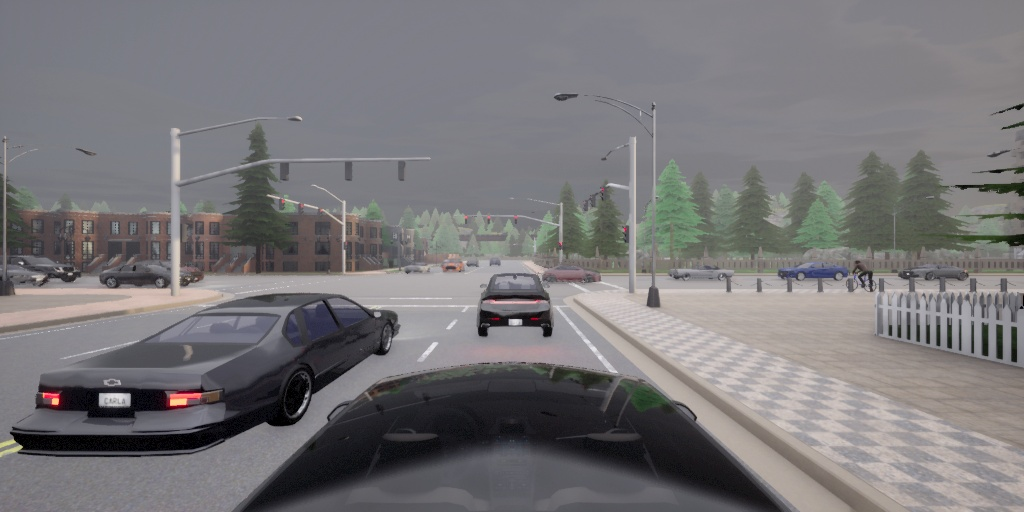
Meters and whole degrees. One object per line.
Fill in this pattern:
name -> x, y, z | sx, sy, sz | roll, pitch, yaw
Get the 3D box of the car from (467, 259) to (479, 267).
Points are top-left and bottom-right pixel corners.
car -> -7.002, 1.257, 64.121 | 1.837, 1.490, 4.892 | 0, -1, 1

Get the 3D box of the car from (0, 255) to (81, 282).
car -> -35.162, 0.971, 26.009 | 5.566, 2.045, 2.150 | 0, 0, -6

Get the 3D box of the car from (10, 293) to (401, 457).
car -> -3.435, 1.297, 5.629 | 2.033, 1.411, 5.357 | 0, 0, 0

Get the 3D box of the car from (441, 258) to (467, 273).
car -> -7.076, 1.102, 43.548 | 2.097, 1.767, 4.553 | 0, 0, 0

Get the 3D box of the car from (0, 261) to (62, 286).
car -> -32.546, 1.242, 22.682 | 4.902, 1.511, 2.128 | 0, 0, -4

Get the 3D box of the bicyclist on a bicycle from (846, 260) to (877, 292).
bicyclist on a bicycle -> 18.255, 1.052, 18.777 | 0.582, 1.620, 1.656 | 0, 0, 0

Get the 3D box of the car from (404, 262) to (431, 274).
car -> -10.587, 1.351, 40.301 | 1.895, 1.301, 4.718 | 0, 0, 0

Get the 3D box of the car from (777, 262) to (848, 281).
car -> 24.864, 1.228, 29.750 | 5.008, 1.535, 1.882 | 0, 0, 0

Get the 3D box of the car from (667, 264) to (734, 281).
car -> 15.572, 1.351, 29.764 | 4.718, 1.301, 1.895 | 0, 0, 0

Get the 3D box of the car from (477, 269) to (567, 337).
car -> 0.084, 1.242, 10.296 | 2.128, 1.511, 4.902 | 0, 0, 0

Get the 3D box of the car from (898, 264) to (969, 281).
car -> 34.838, 1.314, 29.724 | 4.181, 1.385, 1.994 | 0, 0, 1

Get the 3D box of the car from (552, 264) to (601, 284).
car -> 4.396, 1.314, 26.443 | 4.181, 1.385, 1.994 | 0, 0, 12

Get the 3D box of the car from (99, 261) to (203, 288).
car -> -23.181, 1.255, 22.918 | 4.892, 1.490, 1.837 | 0, 0, -3
